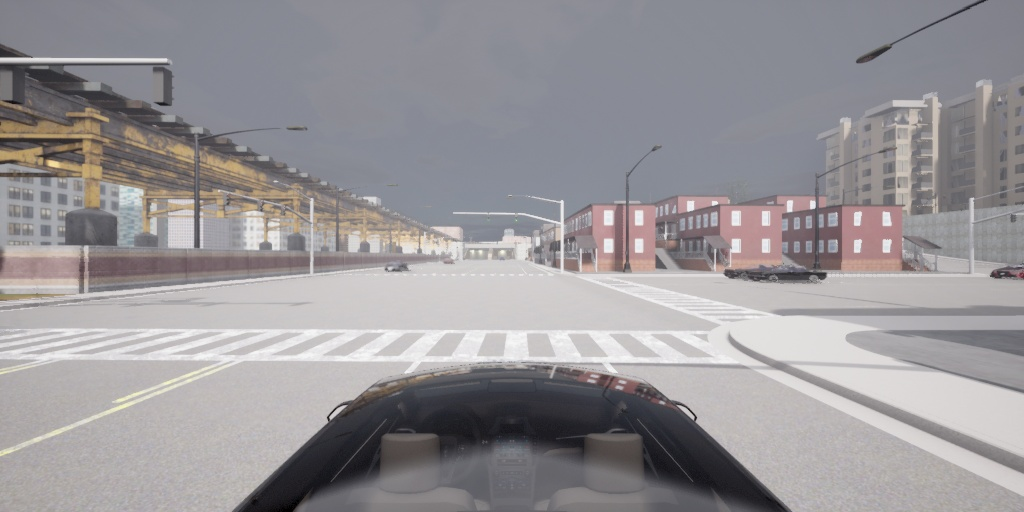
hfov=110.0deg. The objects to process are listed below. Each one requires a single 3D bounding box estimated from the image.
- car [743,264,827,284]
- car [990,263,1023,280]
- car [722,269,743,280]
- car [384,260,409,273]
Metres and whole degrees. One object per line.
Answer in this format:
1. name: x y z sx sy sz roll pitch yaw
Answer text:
1. car: 20.172 1.350 26.448 4.718 1.301 1.895 0 0 0
2. car: 42.983 1.314 29.955 4.181 1.385 1.994 0 0 0
3. car: 20.393 1.350 29.957 4.718 1.301 1.895 0 0 0
4. car: -14.150 1.296 44.083 2.128 1.511 4.902 0 1 0
